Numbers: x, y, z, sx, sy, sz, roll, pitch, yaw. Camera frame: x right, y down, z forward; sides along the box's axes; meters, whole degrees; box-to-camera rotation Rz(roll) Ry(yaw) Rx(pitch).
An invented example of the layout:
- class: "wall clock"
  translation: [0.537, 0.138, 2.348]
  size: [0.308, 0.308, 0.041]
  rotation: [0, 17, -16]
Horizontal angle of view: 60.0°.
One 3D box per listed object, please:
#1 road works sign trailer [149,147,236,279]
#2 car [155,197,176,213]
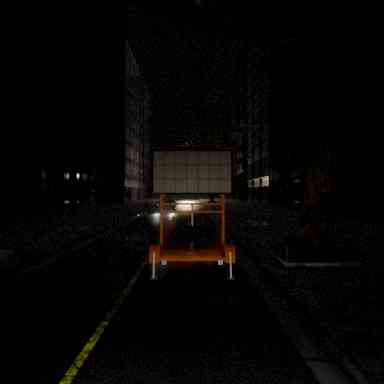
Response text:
- class: "road works sign trailer"
  translation: [0.009, 0.464, 9.982]
  size: [2.380, 3.560, 2.880]
  rotation: [0, 0, 0]
- class: "car"
  translation: [-2.964, 1.351, 37.504]
  size: [2.097, 1.767, 4.553]
  rotation: [0, 0, 0]
